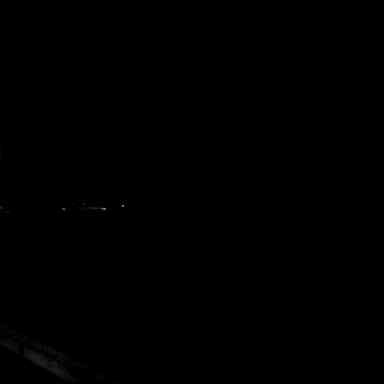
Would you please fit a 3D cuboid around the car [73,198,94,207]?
[{"bbox_3d":[-16.404,1.511,47.878,2.033,1.411,5.357,0,0,39],"label":"car"}]

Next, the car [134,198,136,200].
[{"bbox_3d":[-10.145,1.425,55.654,1.994,1.385,4.181,0,1,38],"label":"car"}]

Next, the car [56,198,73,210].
[{"bbox_3d":[-17.839,1.542,40.508,2.033,1.411,5.357,0,0,39],"label":"car"}]

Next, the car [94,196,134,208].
[{"bbox_3d":[-11.300,1.438,48.632,1.837,1.490,4.892,0,1,39],"label":"car"}]

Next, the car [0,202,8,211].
[{"bbox_3d":[-22.204,1.562,40.674,1.994,1.385,4.181,0,0,38],"label":"car"}]
